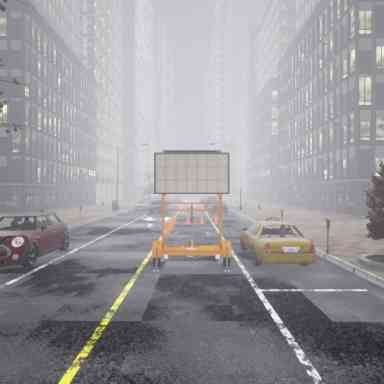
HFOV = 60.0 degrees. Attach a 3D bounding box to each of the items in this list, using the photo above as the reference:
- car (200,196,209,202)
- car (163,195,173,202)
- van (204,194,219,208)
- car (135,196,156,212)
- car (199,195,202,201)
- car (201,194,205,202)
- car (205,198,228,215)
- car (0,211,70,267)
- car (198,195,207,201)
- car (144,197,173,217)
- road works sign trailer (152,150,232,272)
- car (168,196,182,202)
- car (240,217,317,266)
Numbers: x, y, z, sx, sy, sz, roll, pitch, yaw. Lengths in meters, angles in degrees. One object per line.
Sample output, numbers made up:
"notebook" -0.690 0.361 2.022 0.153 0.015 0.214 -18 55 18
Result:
"car" 2.667 1.517 73.778 1.887 1.381 4.507 0 0 0
"car" -5.715 1.534 79.480 1.947 1.339 4.313 0 0 0
"van" 2.674 1.331 39.624 1.690 1.788 3.998 0 0 0
"car" -5.705 1.516 39.467 1.752 1.417 4.829 0 0 0
"car" 2.670 1.562 62.393 1.802 1.307 4.206 0 0 0
"car" 2.674 1.428 45.317 1.967 1.590 4.097 0 0 0
"car" 2.677 1.558 33.932 1.947 1.339 4.313 0 0 0
"car" -5.698 1.439 11.178 1.967 1.590 4.097 0 0 0
"car" 2.664 1.514 85.162 2.008 1.369 4.403 0 0 0
"car" -3.110 1.498 31.676 1.837 1.490 4.892 0 0 0
"road works sign trailer" -0.004 0.463 10.742 2.380 3.560 2.880 0 0 0
"car" -3.018 1.525 65.958 2.033 1.411 5.357 0 0 0
"car" 2.683 1.524 11.334 1.752 1.417 4.829 0 0 0
